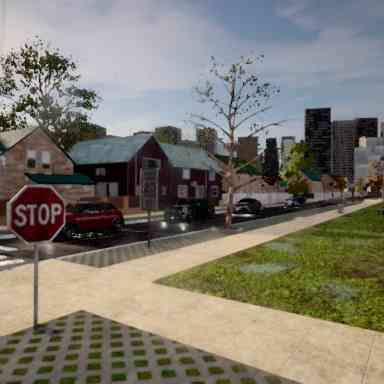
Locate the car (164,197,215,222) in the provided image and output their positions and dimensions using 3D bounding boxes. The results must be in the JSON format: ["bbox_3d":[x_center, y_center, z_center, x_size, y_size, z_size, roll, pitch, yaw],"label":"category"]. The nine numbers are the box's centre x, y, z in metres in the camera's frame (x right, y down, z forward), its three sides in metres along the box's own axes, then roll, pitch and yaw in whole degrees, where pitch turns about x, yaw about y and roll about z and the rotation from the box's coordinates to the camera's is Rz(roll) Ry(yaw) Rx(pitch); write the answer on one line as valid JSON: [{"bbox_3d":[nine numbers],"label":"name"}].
[{"bbox_3d":[-0.107,1.221,25.073,2.097,1.767,4.553,1,1,34],"label":"car"}]

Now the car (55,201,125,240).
[{"bbox_3d":[-5.642,1.272,16.909,2.097,1.767,4.553,1,1,35],"label":"car"}]

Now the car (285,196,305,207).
[{"bbox_3d":[14.512,1.268,46.679,2.128,1.511,4.902,1,1,34],"label":"car"}]

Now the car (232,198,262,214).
[{"bbox_3d":[5.616,1.341,33.580,1.812,1.442,4.674,1,1,34],"label":"car"}]
